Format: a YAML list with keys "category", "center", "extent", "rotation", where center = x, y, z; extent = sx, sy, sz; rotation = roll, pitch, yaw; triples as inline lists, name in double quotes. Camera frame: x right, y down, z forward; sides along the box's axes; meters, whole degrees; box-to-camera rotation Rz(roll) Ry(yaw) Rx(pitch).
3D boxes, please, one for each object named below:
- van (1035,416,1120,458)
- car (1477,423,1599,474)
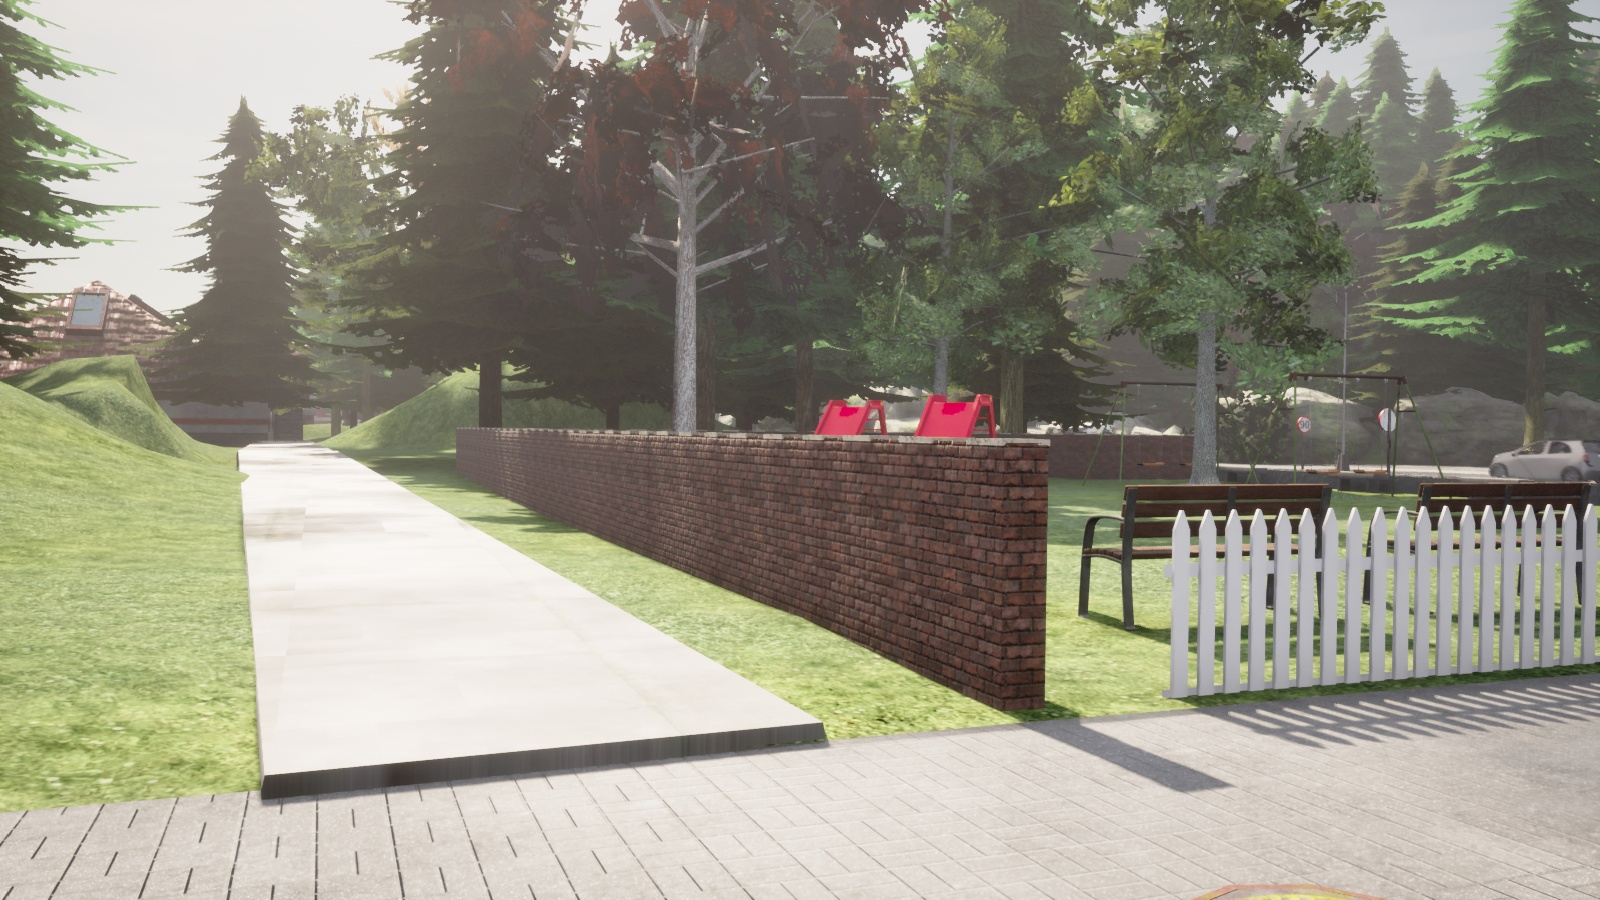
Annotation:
- category: "van"
  center: [14.118, -0.673, 64.140]
  extent: [2.069, 2.038, 4.480]
  rotation: [-1, 1, -21]
- category: "car"
  center: [23.534, -0.084, 39.493]
  extent: [1.845, 1.501, 3.633]
  rotation: [-1, 1, -21]
